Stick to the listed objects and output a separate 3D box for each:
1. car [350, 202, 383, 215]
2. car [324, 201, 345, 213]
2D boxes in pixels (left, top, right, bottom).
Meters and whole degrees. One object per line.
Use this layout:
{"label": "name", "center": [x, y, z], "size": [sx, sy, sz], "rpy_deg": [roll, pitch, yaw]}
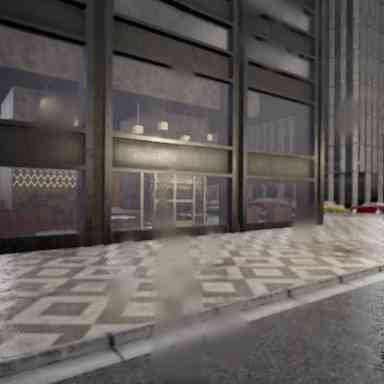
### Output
{"label": "car", "center": [20.772, 1.879, 38.673], "size": [1.887, 1.381, 4.507], "rpy_deg": [0, -1, -36]}
{"label": "car", "center": [17.389, 1.917, 43.377], "size": [1.752, 1.417, 4.829], "rpy_deg": [0, -1, -36]}
